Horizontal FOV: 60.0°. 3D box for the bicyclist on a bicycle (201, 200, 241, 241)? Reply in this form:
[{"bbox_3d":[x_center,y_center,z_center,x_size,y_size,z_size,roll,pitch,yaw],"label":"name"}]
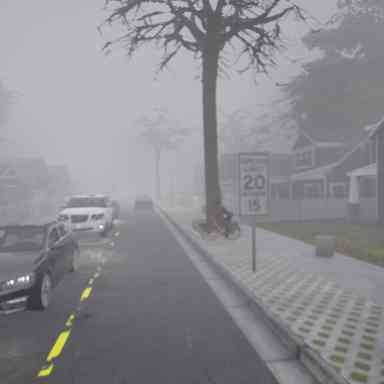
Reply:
[{"bbox_3d":[1.170,1.165,13.423,1.656,1.620,0.582,-1,1,-9],"label":"bicyclist on a bicycle"}]

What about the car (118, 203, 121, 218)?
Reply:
[{"bbox_3d":[-6.961,1.383,27.900,2.033,1.411,5.357,-1,1,-8],"label":"car"}]

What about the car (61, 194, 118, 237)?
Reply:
[{"bbox_3d":[-5.365,1.133,17.412,2.150,2.045,5.566,-1,1,-8],"label":"car"}]

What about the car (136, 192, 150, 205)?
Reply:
[{"bbox_3d":[-7.699,0.975,52.048,2.097,1.767,4.553,-1,1,-9],"label":"car"}]

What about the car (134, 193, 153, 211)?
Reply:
[{"bbox_3d":[-5.291,1.213,36.371,1.882,1.535,5.008,-1,0,-9],"label":"car"}]

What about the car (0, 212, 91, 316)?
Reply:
[{"bbox_3d":[-3.862,1.475,7.622,2.128,1.511,4.902,-1,1,-9],"label":"car"}]
